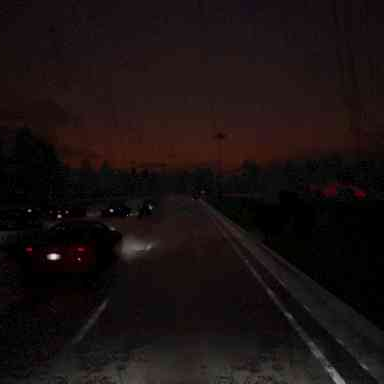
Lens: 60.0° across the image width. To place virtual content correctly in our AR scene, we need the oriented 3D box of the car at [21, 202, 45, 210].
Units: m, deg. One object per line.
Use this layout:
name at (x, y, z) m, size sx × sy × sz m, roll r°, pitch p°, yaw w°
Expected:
car at (-13.901, 1.572, 30.505) m, size 1.994 × 1.385 × 4.181 m, roll 0°, pitch 0°, yaw 0°

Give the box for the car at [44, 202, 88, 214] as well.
car at (-10.402, 1.608, 28.341) m, size 1.895 × 1.301 × 4.718 m, roll 0°, pitch 0°, yaw 0°

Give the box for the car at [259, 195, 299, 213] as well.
car at (8.923, 1.221, 33.770) m, size 3.866 × 1.878 × 1.905 m, roll 0°, pitch 0°, yaw 0°

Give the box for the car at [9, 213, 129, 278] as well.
car at (-3.408, 1.567, 10.213) m, size 1.994 × 1.385 × 4.181 m, roll 0°, pitch 0°, yaw 0°

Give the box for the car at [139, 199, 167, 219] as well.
car at (-3.402, 1.359, 29.665) m, size 2.097 × 1.767 × 4.553 m, roll 0°, pitch 0°, yaw 0°

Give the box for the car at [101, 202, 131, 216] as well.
car at (-6.901, 1.571, 30.568) m, size 1.994 × 1.385 × 4.181 m, roll 0°, pitch 0°, yaw 0°

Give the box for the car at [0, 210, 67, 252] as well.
car at (-6.902, 1.604, 13.172) m, size 1.895 × 1.301 × 4.718 m, roll 0°, pitch 0°, yaw 0°
